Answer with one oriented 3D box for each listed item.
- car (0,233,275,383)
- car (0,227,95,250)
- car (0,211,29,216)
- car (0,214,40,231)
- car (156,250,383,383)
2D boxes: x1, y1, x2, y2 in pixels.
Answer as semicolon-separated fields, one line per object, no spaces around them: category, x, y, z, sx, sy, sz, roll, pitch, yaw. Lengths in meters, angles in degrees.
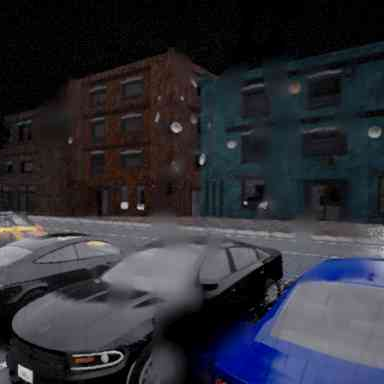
car;-0.170;1.501;5.278;2.097;1.535;5.008;0;0;36
car;-2.439;1.561;6.891;2.002;1.452;4.674;0;0;36
car;-6.948;1.430;10.156;2.185;1.767;4.553;0;0;36
car;-4.594;1.535;8.662;1.946;1.575;5.366;0;0;36
car;2.088;1.482;3.651;2.097;1.535;5.008;0;0;36
